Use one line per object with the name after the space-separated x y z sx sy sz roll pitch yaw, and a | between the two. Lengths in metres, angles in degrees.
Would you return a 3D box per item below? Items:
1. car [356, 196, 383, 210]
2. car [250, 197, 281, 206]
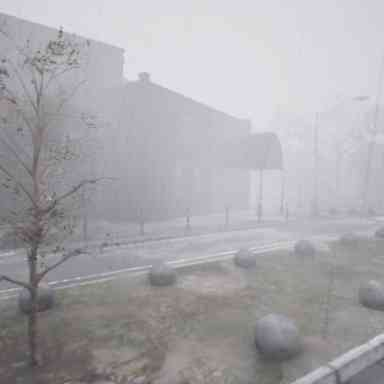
22.729 1.277 40.787 4.553 1.767 2.097 1 -1 18 | car
10.354 1.370 48.401 4.718 1.301 1.895 1 0 36 | car
